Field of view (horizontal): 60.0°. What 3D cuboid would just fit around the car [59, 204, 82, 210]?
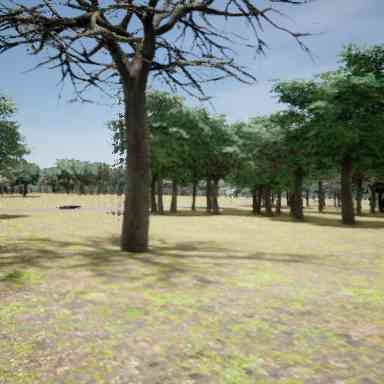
[{"bbox_3d":[-27.400,3.364,75.125,1.895,1.301,4.718,0,-1,35],"label":"car"}]
